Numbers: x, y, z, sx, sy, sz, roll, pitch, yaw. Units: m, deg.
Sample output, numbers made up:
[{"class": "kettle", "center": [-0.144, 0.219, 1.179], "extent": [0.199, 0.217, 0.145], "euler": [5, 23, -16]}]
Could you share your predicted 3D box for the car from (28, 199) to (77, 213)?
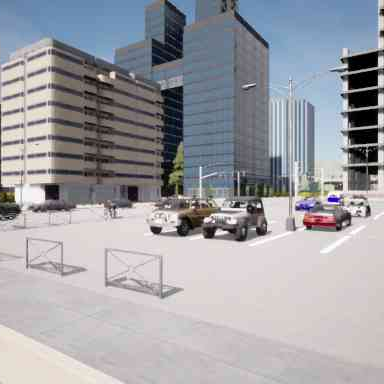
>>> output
[{"class": "car", "center": [-15.914, 1.547, 38.151], "extent": [2.033, 1.411, 5.357], "euler": [0, 0, 34]}]

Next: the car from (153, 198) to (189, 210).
[{"class": "car", "center": [-2.741, 1.547, 44.902], "extent": [2.033, 1.411, 5.357], "euler": [0, 0, 34]}]

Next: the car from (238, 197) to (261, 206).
[{"class": "car", "center": [10.063, 1.547, 57.753], "extent": [2.033, 1.411, 5.357], "euler": [0, 0, 34]}]

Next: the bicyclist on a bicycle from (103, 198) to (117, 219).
[{"class": "bicyclist on a bicycle", "center": [-6.480, 1.302, 26.203], "extent": [1.656, 1.620, 0.582], "euler": [0, 0, 34]}]

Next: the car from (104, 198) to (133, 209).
[{"class": "car", "center": [-10.288, 1.564, 46.524], "extent": [1.994, 1.385, 4.181], "euler": [0, 0, 35]}]

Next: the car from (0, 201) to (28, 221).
[{"class": "car", "center": [-15.908, 1.221, 25.192], "extent": [2.150, 2.045, 5.566], "euler": [0, 0, 34]}]

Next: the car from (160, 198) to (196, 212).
[{"class": "car", "center": [-1.611, 1.505, 40.294], "extent": [1.837, 1.490, 4.892], "euler": [0, 0, 34]}]

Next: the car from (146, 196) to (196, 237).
[{"class": "car", "center": [-0.237, 1.153, 17.252], "extent": [1.932, 1.855, 4.605], "euler": [0, 0, 34]}]

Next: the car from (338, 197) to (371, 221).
[{"class": "car", "center": [14.136, 1.395, 28.564], "extent": [1.970, 1.475, 3.806], "euler": [0, 0, 34]}]

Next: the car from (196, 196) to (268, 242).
[{"class": "car", "center": [2.133, 1.156, 15.590], "extent": [1.905, 1.878, 3.866], "euler": [0, 0, 34]}]
